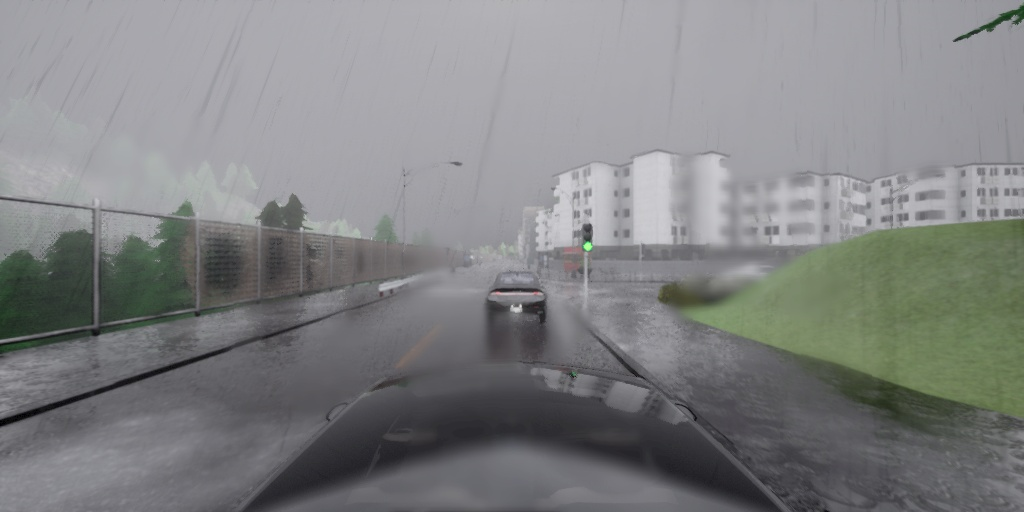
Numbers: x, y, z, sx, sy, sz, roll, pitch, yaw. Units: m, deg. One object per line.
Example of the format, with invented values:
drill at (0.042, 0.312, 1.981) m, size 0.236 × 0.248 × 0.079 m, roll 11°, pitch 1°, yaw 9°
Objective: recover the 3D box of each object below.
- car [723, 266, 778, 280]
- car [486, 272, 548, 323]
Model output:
car at (15.633, 1.342, 22.280) m, size 4.674 × 1.442 × 1.812 m, roll 0°, pitch 0°, yaw 1°
car at (0.186, 1.276, 12.283) m, size 2.128 × 1.511 × 4.902 m, roll 0°, pitch 0°, yaw 1°
